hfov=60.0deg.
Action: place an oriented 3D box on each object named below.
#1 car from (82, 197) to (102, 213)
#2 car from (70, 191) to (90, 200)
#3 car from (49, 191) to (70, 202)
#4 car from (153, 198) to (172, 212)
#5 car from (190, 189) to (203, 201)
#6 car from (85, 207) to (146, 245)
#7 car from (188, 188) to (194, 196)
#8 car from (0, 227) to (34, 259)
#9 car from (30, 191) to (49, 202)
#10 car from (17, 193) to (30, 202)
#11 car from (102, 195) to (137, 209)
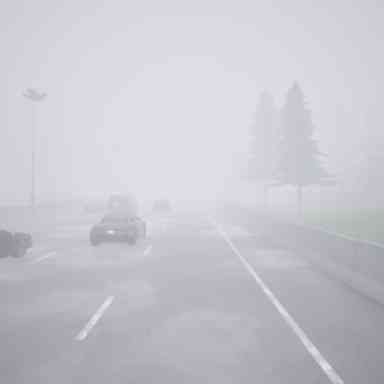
[{"bbox_3d":[-10.404,1.585,36.650,1.994,1.385,4.181,0,0,0],"label":"car"},{"bbox_3d":[-21.011,1.017,63.632,2.097,1.767,4.553,0,1,0],"label":"car"},{"bbox_3d":[-24.508,0.864,63.549,2.150,2.045,5.566,0,1,0],"label":"car"},{"bbox_3d":[-3.404,1.496,38.790,2.128,1.511,4.902,0,1,0],"label":"car"},{"bbox_3d":[1.217,0.880,69.363,2.097,1.767,4.553,0,1,0],"label":"car"},{"bbox_3d":[-3.402,1.649,15.939,1.994,1.385,4.181,0,0,0],"label":"car"},{"bbox_3d":[-0.010,0.450,90.923,1.812,1.442,4.674,0,1,0],"label":"car"},{"bbox_3d":[-6.901,1.614,10.085,2.033,1.411,5.357,0,0,0],"label":"car"},{"bbox_3d":[-28.007,0.864,63.540,2.150,2.045,5.566,0,1,0],"label":"car"},{"bbox_3d":[-31.507,0.992,63.602,2.097,1.767,4.553,0,1,0],"label":"car"},{"bbox_3d":[-6.904,1.269,33.258,2.150,2.045,5.566,0,1,0],"label":"car"}]
